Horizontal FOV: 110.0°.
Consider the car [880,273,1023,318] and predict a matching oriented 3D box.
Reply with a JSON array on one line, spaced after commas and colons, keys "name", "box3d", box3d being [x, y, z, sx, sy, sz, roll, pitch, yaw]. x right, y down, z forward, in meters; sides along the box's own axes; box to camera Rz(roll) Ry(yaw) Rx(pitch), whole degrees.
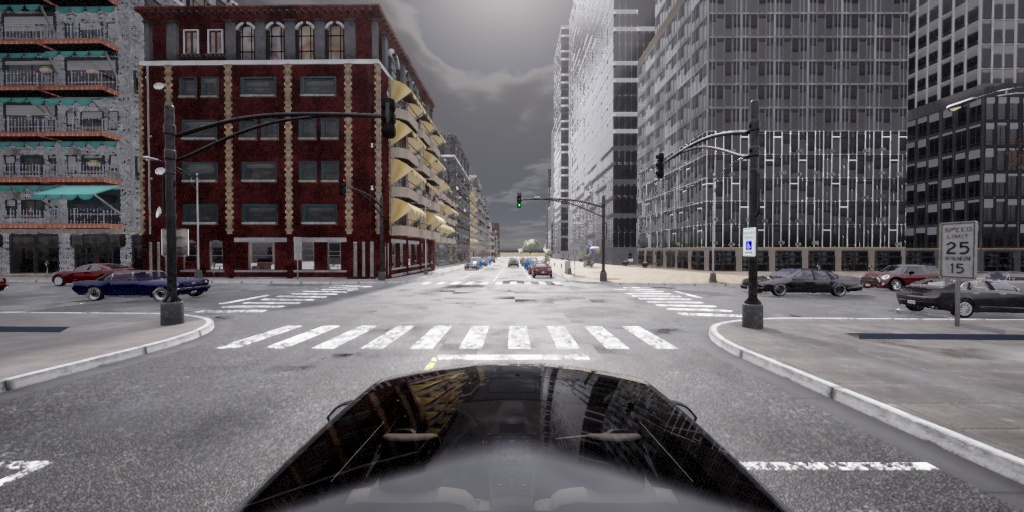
[{"name": "car", "box3d": [16.745, 1.448, 13.044, 4.403, 1.370, 2.007, 0, 0, 1]}]

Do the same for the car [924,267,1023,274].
[{"name": "car", "box3d": [25.260, 1.447, 18.810, 4.718, 1.301, 1.895, 0, 1, 1]}]

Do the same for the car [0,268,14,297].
[{"name": "car", "box3d": [-26.515, 1.259, 16.463, 4.718, 1.301, 1.895, 0, 1, 1]}]

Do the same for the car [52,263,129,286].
[{"name": "car", "box3d": [-25.802, 1.115, 22.355, 4.507, 1.381, 1.888, 0, 0, 1]}]

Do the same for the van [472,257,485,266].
[{"name": "van", "box3d": [-5.547, 1.049, 55.961, 1.690, 1.789, 3.998, 0, 0, 0]}]

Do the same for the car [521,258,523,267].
[{"name": "car", "box3d": [2.801, 1.254, 55.973, 1.888, 1.381, 4.507, 0, 0, 0]}]

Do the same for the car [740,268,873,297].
[{"name": "car", "box3d": [15.234, 1.347, 18.981, 5.357, 1.411, 2.033, 0, 1, 1]}]

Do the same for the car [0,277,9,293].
[{"name": "car", "box3d": [-22.592, 1.262, 13.689, 4.507, 1.381, 1.888, 0, 0, 1]}]

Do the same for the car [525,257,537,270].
[{"name": "car", "box3d": [2.756, 1.168, 39.034, 1.967, 1.591, 4.097, 0, 0, 0]}]

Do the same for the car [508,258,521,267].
[{"name": "car", "box3d": [0.266, 1.297, 64.032, 1.895, 1.301, 4.718, 0, 0, 0]}]

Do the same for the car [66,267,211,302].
[{"name": "car", "box3d": [-16.636, 1.303, 16.299, 4.718, 1.301, 1.895, 0, 1, 1]}]

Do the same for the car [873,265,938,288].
[{"name": "car", "box3d": [23.427, 1.235, 21.574, 4.097, 1.591, 1.967, 0, 0, 1]}]

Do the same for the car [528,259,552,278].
[{"name": "car", "box3d": [2.741, 1.279, 33.389, 1.888, 1.381, 4.507, 0, 0, 0]}]

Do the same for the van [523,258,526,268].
[{"name": "van", "box3d": [2.786, 1.057, 50.326, 1.690, 1.789, 3.998, 0, 0, 0]}]

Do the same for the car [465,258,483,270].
[{"name": "car", "box3d": [-5.562, 1.282, 50.315, 1.948, 1.339, 4.313, 0, 0, 0]}]
